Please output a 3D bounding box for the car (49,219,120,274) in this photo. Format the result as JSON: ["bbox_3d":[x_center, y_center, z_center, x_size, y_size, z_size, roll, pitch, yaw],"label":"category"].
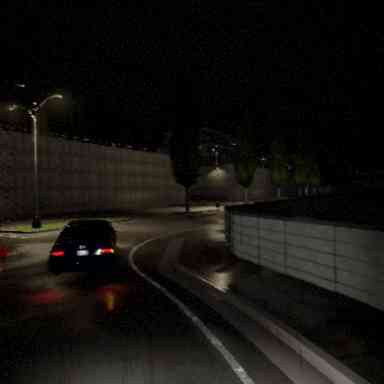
[{"bbox_3d":[-3.379,1.618,10.955,2.033,1.411,5.357,-1,0,-13],"label":"car"}]

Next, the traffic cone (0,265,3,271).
[{"bbox_3d":[-5.931,2.080,10.075,0.340,0.580,0.340,-1,0,-25],"label":"traffic cone"}]
